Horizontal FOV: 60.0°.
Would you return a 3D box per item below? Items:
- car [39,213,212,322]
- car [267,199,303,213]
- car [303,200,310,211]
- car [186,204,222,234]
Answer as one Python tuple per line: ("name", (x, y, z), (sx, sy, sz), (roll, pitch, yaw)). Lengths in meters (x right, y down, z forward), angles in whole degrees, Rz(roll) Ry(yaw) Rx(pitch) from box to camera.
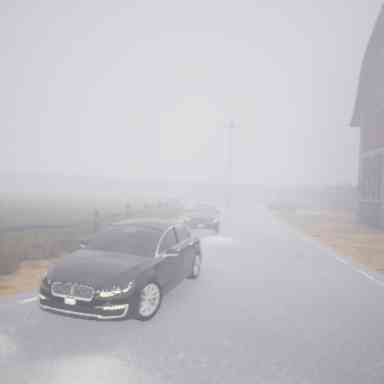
("car", (-1.119, 1.401, 7.306), (1.837, 1.490, 4.892), (3, 1, 17))
("car", (10.776, 1.683, 39.376), (4.892, 1.490, 1.837), (2, 1, -45))
("car", (15.355, 1.820, 48.323), (1.837, 1.490, 4.892), (3, 1, -6))
("car", (0.678, 1.407, 18.970), (1.812, 1.442, 4.674), (3, 0, 6))
